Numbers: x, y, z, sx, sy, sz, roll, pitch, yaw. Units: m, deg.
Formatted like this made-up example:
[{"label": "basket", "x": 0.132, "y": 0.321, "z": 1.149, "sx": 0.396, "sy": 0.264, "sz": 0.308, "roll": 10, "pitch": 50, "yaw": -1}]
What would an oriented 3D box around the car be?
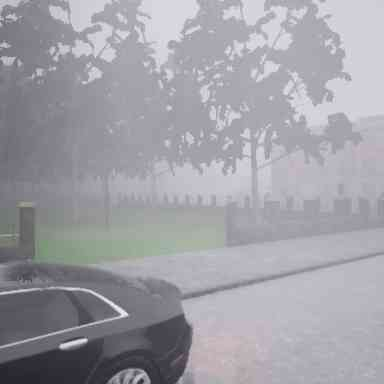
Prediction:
[{"label": "car", "x": -2.259, "y": 1.506, "z": 2.989, "sx": 4.892, "sy": 1.490, "sz": 1.837, "roll": 1, "pitch": 0, "yaw": -35}]
